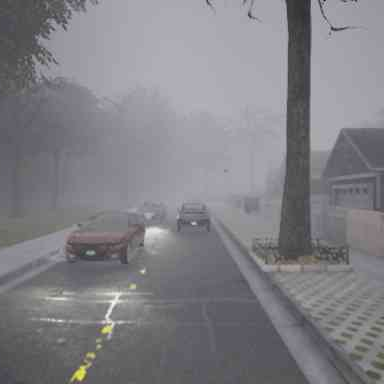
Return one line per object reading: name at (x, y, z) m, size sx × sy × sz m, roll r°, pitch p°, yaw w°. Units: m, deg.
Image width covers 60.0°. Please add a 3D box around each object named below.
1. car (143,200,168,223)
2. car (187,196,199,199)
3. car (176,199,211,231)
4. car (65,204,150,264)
car at (-2.795, 1.349, 24.139) m, size 2.128 × 1.511 × 4.902 m, roll 0°, pitch 1°, yaw 0°
car at (0.093, 1.241, 42.024) m, size 2.128 × 1.511 × 4.902 m, roll 0°, pitch 0°, yaw 0°
car at (0.096, 1.382, 19.605) m, size 2.128 × 1.511 × 4.902 m, roll 0°, pitch 0°, yaw 0°
car at (-2.836, 1.423, 11.804) m, size 1.882 × 1.535 × 5.008 m, roll 0°, pitch 0°, yaw 0°
